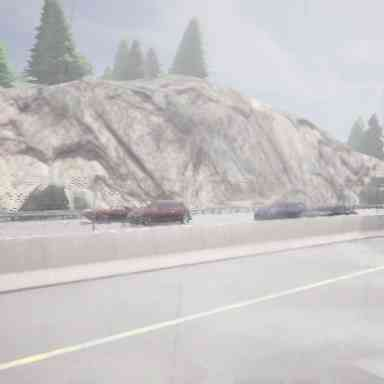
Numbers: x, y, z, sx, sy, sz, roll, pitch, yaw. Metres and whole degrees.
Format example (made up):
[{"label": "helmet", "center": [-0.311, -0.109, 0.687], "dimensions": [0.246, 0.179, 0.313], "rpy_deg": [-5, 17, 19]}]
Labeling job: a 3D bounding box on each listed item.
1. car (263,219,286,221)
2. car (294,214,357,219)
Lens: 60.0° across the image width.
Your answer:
[{"label": "car", "center": [7.033, 1.468, 25.803], "dimensions": [4.553, 1.767, 2.097], "rpy_deg": [0, 0, -32]}, {"label": "car", "center": [9.551, 1.624, 23.275], "dimensions": [4.892, 1.490, 1.837], "rpy_deg": [0, 0, -32]}]
